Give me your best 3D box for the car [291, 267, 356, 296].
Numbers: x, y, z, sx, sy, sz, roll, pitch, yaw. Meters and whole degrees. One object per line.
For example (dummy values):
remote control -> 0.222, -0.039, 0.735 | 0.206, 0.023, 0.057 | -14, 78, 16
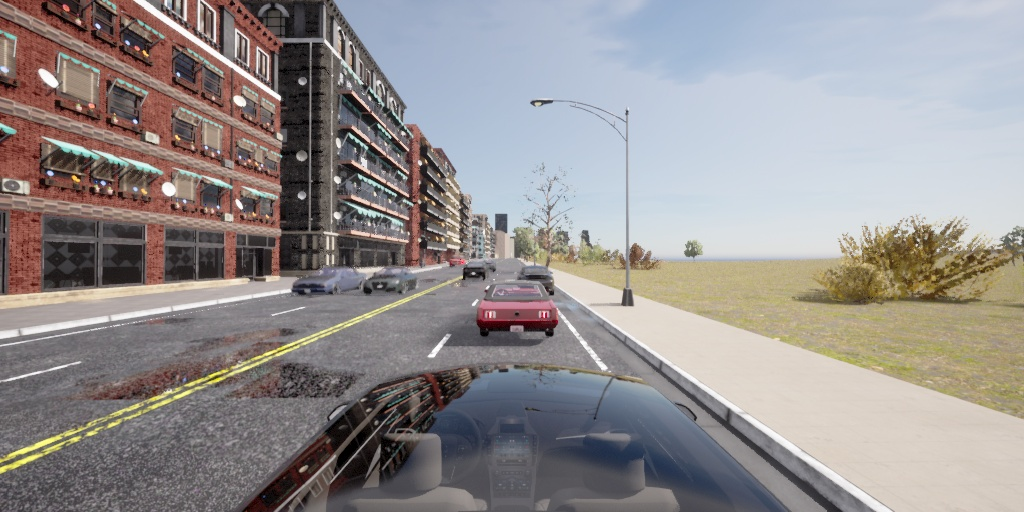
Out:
car -> -9.782, 1.299, 19.809 | 2.033, 1.411, 5.357 | 0, 0, 0

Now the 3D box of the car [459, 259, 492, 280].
car -> -3.041, 1.229, 30.840 | 1.882, 1.535, 5.008 | 0, 0, 0

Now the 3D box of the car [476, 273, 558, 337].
car -> 0.131, 1.352, 10.290 | 1.895, 1.301, 4.718 | 0, 0, 0

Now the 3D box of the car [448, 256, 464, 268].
car -> -9.583, 0.971, 62.592 | 2.150, 2.045, 5.566 | 0, 0, 1

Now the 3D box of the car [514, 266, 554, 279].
car -> 1.203, 1.257, 19.491 | 1.837, 1.490, 4.892 | 0, 0, 0

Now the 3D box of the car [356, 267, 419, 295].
car -> -6.533, 1.316, 19.704 | 1.994, 1.385, 4.181 | 0, 0, 0

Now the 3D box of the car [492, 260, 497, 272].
car -> -2.990, 1.241, 45.380 | 2.128, 1.511, 4.902 | 0, 0, 1
